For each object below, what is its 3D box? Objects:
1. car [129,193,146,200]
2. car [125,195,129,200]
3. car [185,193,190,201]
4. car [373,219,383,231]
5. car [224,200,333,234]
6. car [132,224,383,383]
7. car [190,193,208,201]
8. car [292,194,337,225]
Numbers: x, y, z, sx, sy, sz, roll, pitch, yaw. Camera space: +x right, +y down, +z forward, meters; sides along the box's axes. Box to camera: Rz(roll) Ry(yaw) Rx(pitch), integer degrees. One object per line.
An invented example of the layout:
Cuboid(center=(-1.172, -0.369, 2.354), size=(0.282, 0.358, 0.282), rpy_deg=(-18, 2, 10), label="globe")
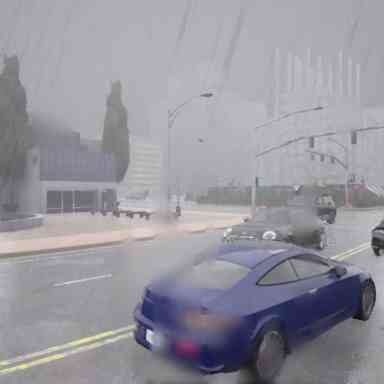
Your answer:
Cuboid(center=(-14.188, 1.156, 90.002), size=(1.905, 1.878, 3.866), rpy_deg=(0, 0, 44), label="car")
Cuboid(center=(-16.241, 1.153, 92.043), size=(1.932, 1.855, 4.605), rpy_deg=(0, 0, 44), label="car")
Cuboid(center=(0.013, 1.156, 76.458), size=(1.905, 1.878, 3.866), rpy_deg=(0, 0, 44), label="car")
Cuboid(center=(8.050, 1.492, 12.116), size=(2.128, 1.511, 4.902), rpy_deg=(0, 0, 43), label="car")
Cuboid(center=(3.067, 1.352, 12.039), size=(2.097, 1.767, 4.553), rpy_deg=(0, 0, 43), label="car")
Cuboid(center=(1.281, 1.526, 5.386), size=(4.674, 1.442, 1.812), rpy_deg=(0, 0, -42), label="car")
Cuboid(center=(2.097, 1.395, 74.448), size=(1.970, 1.475, 3.806), rpy_deg=(0, 0, 44), label="car")
Cuboid(center=(7.852, 1.134, 22.319), size=(2.150, 2.045, 5.566), rpy_deg=(0, 0, 42), label="car")
